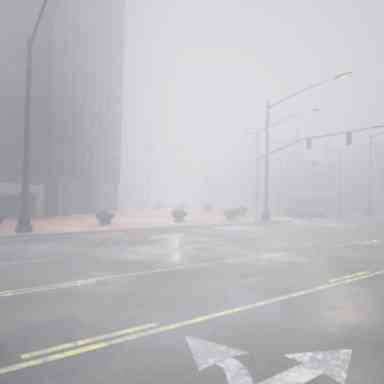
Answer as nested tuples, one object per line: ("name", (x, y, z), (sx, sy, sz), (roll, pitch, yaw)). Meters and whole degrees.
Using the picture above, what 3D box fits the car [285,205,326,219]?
("car", (11.912, 2.091, 35.101), (1.994, 1.385, 4.181), (2, -1, -35))
